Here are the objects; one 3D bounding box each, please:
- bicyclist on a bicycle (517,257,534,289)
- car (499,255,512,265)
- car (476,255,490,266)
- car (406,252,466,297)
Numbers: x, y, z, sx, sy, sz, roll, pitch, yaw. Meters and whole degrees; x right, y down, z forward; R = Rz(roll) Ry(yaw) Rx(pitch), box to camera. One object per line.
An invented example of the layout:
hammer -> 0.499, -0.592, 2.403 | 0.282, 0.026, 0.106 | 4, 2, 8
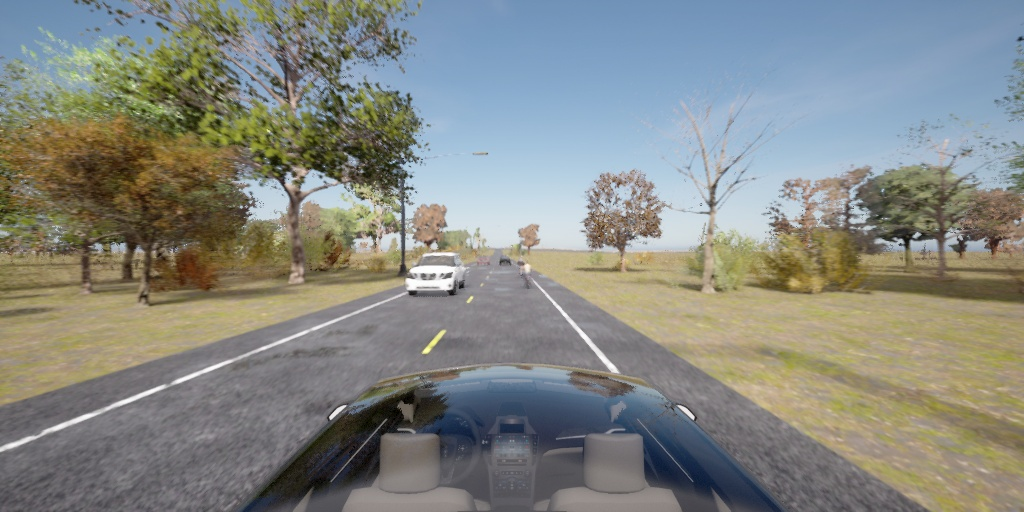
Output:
bicyclist on a bicycle -> 0.861, 1.030, 20.359 | 0.866, 1.612, 1.509 | 0, 0, -1
car -> -1.111, 0.735, 60.440 | 1.882, 1.535, 5.008 | 0, 0, -2
car -> -4.651, 0.638, 58.685 | 2.097, 1.767, 4.553 | 0, 0, -1
car -> -3.691, 0.836, 18.368 | 2.150, 2.045, 5.566 | 0, 1, -1
